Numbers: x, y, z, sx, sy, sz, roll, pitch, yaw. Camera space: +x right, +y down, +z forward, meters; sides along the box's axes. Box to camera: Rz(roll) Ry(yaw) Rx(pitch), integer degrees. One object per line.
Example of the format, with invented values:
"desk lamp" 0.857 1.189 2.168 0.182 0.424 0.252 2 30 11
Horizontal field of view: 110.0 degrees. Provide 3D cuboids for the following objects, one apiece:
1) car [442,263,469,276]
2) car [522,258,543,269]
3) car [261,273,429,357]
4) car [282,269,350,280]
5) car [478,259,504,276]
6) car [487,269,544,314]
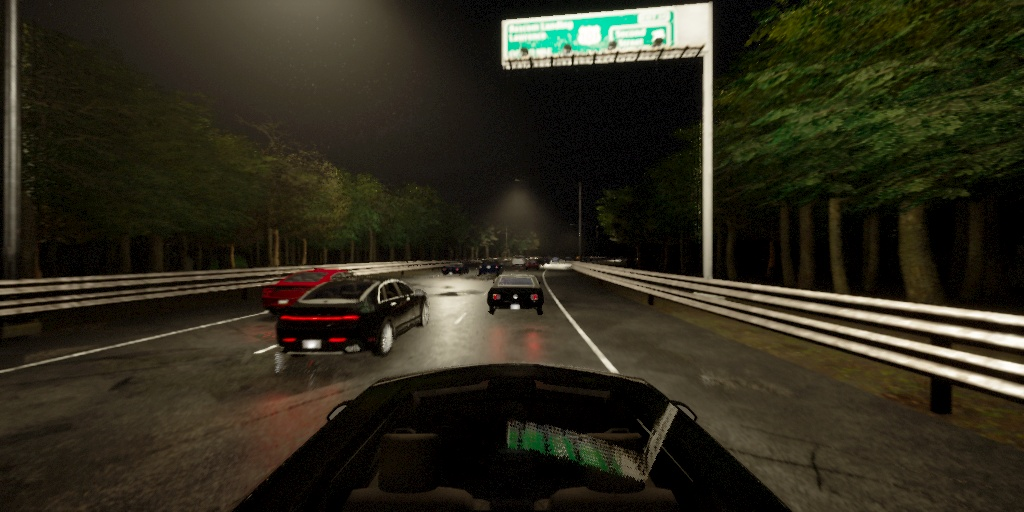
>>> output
"car" -5.639 1.333 36.493 1.895 1.301 4.718 0 0 5
"car" 3.161 1.291 53.949 2.033 1.411 5.357 0 0 7
"car" -3.356 1.248 8.515 1.837 1.490 4.892 0 0 1
"car" -6.762 1.214 13.180 1.882 1.535 5.008 0 0 2
"car" -2.048 1.092 36.267 2.097 1.767 4.553 0 0 5
"car" 0.176 1.351 13.760 1.895 1.301 4.718 0 0 2
